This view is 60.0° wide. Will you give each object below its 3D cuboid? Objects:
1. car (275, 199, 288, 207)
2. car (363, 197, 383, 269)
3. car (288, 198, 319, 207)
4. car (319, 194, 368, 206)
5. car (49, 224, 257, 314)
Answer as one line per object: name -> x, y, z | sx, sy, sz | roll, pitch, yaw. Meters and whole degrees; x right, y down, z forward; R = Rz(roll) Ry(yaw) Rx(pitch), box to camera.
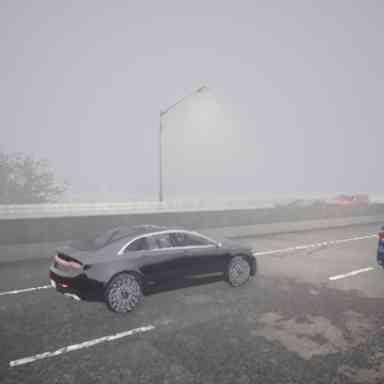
car -> 11.649, 1.448, 38.079 | 5.008, 1.535, 1.882 | 0, 0, -35
car -> 7.090, 1.214, 8.802 | 5.566, 2.045, 2.150 | 0, 0, -35
car -> 12.527, 1.450, 34.408 | 5.008, 1.535, 1.882 | 0, 0, -35
car -> 14.971, 1.193, 31.854 | 5.566, 2.045, 2.150 | 0, 0, -35
car -> -0.609, 1.489, 7.611 | 4.902, 1.511, 2.128 | 0, 0, -35
